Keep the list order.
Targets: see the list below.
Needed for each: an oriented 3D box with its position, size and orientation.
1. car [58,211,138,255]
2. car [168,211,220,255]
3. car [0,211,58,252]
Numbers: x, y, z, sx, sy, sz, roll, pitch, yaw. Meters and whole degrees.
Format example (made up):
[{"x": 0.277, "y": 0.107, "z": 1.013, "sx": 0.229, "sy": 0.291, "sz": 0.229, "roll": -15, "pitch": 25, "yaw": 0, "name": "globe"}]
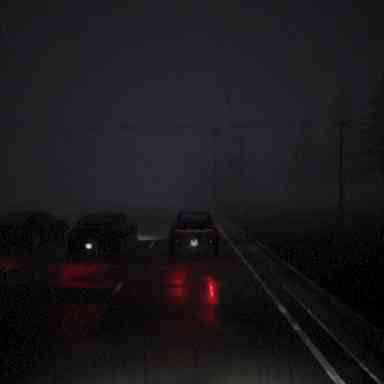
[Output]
[{"x": -3.419, "y": 1.551, "z": 13.475, "sx": 1.837, "sy": 1.490, "sz": 4.892, "roll": 0, "pitch": 0, "yaw": 0, "name": "car"}, {"x": 0.081, "y": 1.538, "z": 13.587, "sx": 2.128, "sy": 1.511, "sz": 4.902, "roll": 0, "pitch": 0, "yaw": 0, "name": "car"}, {"x": -6.916, "y": 1.526, "z": 14.190, "sx": 1.882, "sy": 1.535, "sz": 5.008, "roll": 0, "pitch": 0, "yaw": 0, "name": "car"}]
